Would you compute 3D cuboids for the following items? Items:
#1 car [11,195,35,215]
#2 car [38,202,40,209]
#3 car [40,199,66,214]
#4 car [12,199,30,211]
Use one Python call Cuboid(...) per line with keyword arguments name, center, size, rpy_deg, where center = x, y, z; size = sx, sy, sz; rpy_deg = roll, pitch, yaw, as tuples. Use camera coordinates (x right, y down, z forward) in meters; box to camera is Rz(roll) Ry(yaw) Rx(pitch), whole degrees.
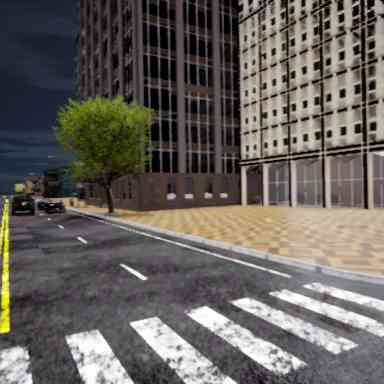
Cuboid(name="car", center=(-18.578, 1.406, 36.665), size=(2.150, 2.045, 5.566), rpy_deg=(-1, 0, -28))
Cuboid(name="car", center=(-20.740, 1.731, 47.282), size=(2.033, 1.411, 5.357), rpy_deg=(-1, 0, -29))
Cuboid(name="car", center=(-15.704, 1.623, 38.161), size=(2.128, 1.511, 4.902), rpy_deg=(-1, 0, -29))
Cuboid(name="car", center=(-23.584, 1.784, 45.711), size=(2.033, 1.411, 5.357), rpy_deg=(-1, 0, -29))
